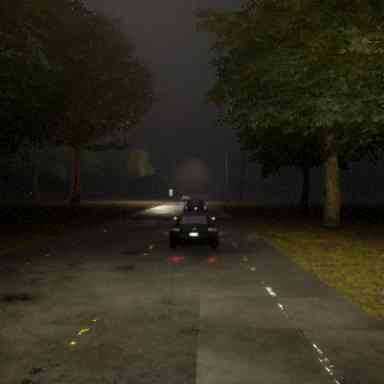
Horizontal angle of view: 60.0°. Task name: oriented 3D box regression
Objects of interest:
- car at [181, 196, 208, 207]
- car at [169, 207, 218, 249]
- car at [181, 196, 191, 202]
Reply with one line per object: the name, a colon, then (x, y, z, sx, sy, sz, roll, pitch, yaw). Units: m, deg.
car: (0.357, 1.390, 29.571, 2.097, 1.767, 4.553, 0, 0, 1)
car: (0.089, 1.580, 14.619, 1.994, 1.385, 4.181, 0, 0, 1)
car: (-1.438, 1.632, 76.777, 2.033, 1.411, 5.357, 0, 0, 2)
